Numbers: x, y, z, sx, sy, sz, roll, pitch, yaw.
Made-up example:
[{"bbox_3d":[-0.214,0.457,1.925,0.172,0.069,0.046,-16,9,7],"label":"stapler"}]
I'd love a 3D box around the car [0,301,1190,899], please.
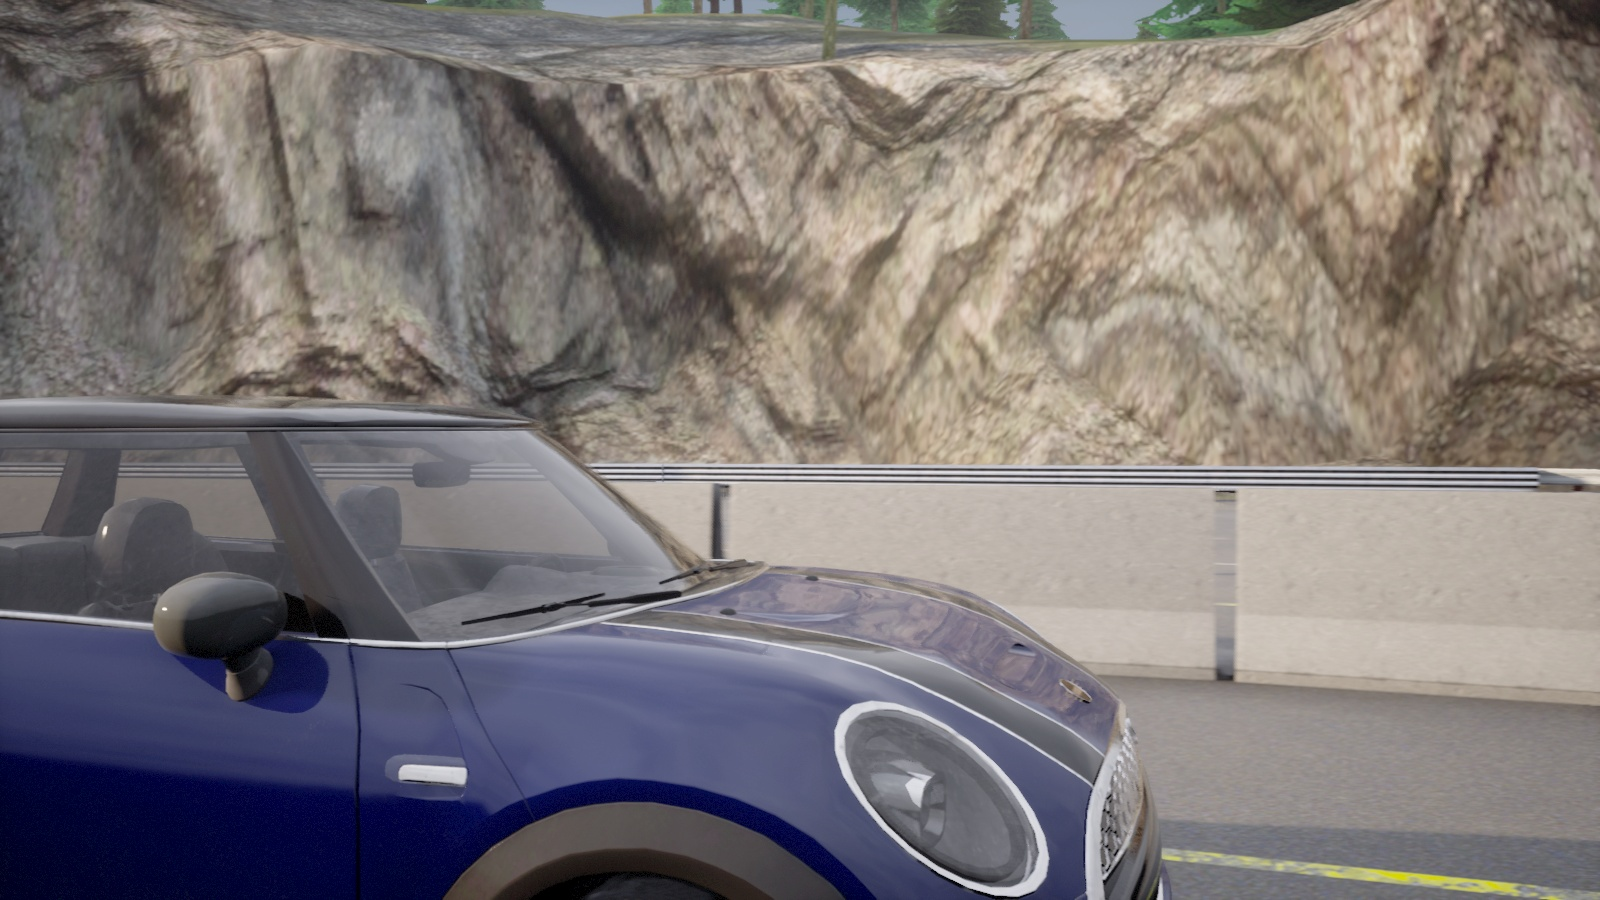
[{"bbox_3d":[-1.271,0.621,3.611,4.553,1.767,2.097,1,1,17],"label":"car"}]
